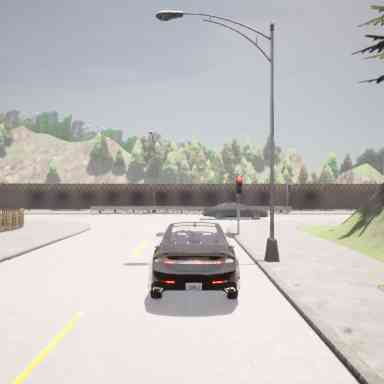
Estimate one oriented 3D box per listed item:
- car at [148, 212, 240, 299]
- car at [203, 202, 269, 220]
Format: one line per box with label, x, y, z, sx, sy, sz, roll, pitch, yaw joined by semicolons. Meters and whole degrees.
car;0.067;1.491;8.427;2.128;1.511;4.902;0;0;1
car;3.464;1.547;27.169;5.357;1.411;2.033;0;0;0
